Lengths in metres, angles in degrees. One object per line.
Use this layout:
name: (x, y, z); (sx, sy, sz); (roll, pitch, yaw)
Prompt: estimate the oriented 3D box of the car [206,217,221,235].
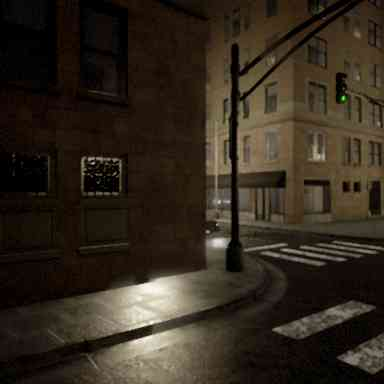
car: (-0.776, 1.518, 18.133); (2.033, 1.411, 5.357); (0, 0, -36)
